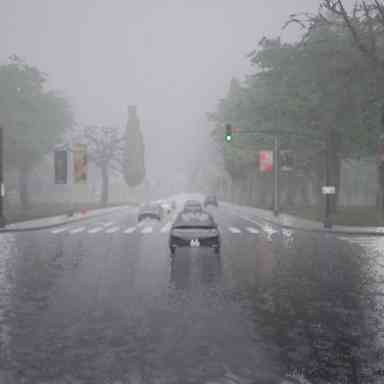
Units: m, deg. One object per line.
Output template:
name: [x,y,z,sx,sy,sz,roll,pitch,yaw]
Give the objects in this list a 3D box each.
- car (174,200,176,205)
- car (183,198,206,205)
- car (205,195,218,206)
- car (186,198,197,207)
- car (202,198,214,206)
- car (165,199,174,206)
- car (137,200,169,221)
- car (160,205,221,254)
car: [-3.270,1.730,47.952,2.128,1.511,4.902,0,-1,0]
car: [0.085,1.620,34.415,2.128,1.511,4.902,0,0,0]
car: [3.227,1.550,57.046,2.150,2.045,5.566,0,-1,0]
car: [0.002,1.836,59.727,1.882,1.535,5.008,0,0,0]
car: [3.222,1.992,67.433,2.033,1.411,5.357,0,-1,0]
car: [-3.322,1.676,37.517,1.812,1.442,4.674,0,0,0]
car: [-3.357,1.646,28.188,2.033,1.411,5.357,0,0,0]
car: [0.098,1.520,13.552,2.128,1.511,4.902,0,0,0]
